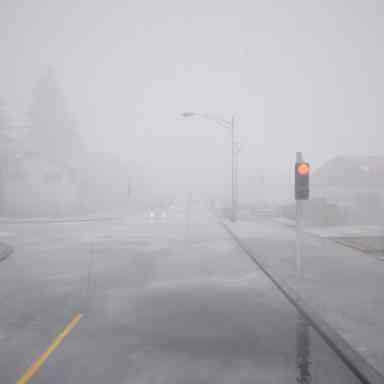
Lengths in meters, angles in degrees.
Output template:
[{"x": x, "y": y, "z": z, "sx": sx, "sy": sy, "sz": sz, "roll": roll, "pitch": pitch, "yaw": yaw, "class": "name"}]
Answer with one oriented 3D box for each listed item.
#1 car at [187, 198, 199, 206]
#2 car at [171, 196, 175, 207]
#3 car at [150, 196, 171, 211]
[{"x": 0.151, "y": 1.601, "z": 55.491, "sx": 1.895, "sy": 1.301, "sz": 4.718, "roll": 0, "pitch": 0, "yaw": 0, "class": "car"}, {"x": -4.049, "y": 1.526, "z": 50.785, "sx": 1.812, "sy": 1.442, "sz": 4.674, "roll": 0, "pitch": 0, "yaw": 0, "class": "car"}, {"x": -4.062, "y": 1.505, "z": 41.574, "sx": 1.837, "sy": 1.490, "sz": 4.892, "roll": 0, "pitch": 0, "yaw": 0, "class": "car"}]
